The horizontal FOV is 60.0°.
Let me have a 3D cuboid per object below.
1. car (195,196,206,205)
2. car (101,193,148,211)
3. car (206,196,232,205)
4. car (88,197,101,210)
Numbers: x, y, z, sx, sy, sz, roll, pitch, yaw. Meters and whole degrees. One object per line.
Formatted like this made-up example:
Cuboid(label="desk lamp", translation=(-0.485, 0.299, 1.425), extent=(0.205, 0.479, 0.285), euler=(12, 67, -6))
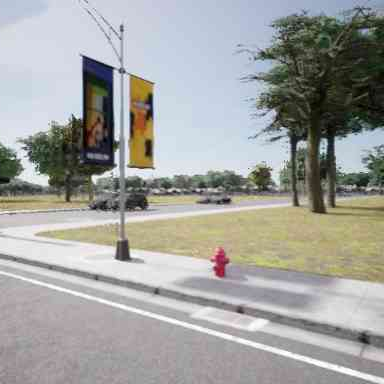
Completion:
Cuboid(label="car", translation=(2.452, 1.470, 59.527), extent=(1.812, 1.442, 4.674), euler=(0, 0, 35))
Cuboid(label="car", translation=(-7.603, 1.196, 39.609), extent=(2.150, 2.045, 5.566), euler=(0, 0, 35))
Cuboid(label="car", translation=(5.074, 1.402, 57.606), extent=(1.882, 1.535, 5.008), euler=(0, 0, 35))
Cuboid(label="car", translation=(-10.217, 1.216, 41.539), extent=(2.150, 2.045, 5.566), euler=(0, 0, 35))
